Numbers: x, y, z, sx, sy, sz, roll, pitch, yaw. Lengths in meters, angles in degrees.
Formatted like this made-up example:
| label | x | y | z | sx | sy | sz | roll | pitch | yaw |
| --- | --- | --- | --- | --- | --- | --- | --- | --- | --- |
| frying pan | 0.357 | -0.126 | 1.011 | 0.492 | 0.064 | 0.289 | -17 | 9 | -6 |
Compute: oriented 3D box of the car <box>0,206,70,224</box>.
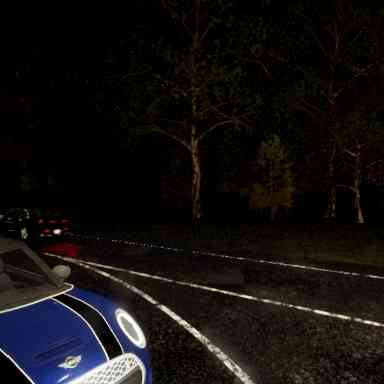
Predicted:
| label | x | y | z | sx | sy | sz | roll | pitch | yaw |
| --- | --- | --- | --- | --- | --- | --- | --- | --- | --- |
| car | -7.788 | 1.448 | 15.903 | 4.892 | 1.490 | 1.837 | 0 | 0 | 37 |

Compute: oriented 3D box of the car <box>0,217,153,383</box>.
| label | x | y | z | sx | sy | sz | roll | pitch | yaw |
| --- | --- | --- | --- | --- | --- | --- | --- | --- | --- |
| car | -2.596 | 1.338 | 3.735 | 4.553 | 1.767 | 2.097 | 1 | 0 | 35 |
